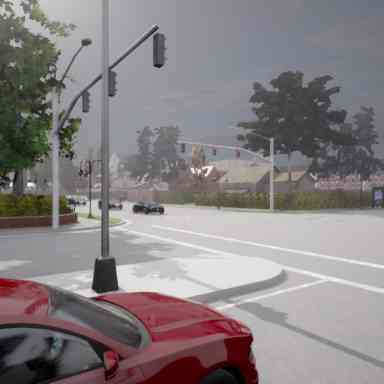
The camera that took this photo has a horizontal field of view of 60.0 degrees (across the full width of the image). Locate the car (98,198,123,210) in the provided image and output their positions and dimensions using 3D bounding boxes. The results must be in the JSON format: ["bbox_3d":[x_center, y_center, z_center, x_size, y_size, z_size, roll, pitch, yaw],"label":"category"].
[{"bbox_3d":[-10.497,1.491,42.594,2.128,1.511,4.902,0,0,-36],"label":"car"}]

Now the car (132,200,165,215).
[{"bbox_3d":[-4.550,1.563,34.394,1.994,1.385,4.181,0,0,-36],"label":"car"}]

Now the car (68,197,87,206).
[{"bbox_3d":[-18.558,1.491,53.739,2.128,1.511,4.902,0,0,-36],"label":"car"}]

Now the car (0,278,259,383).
[{"bbox_3d":[-1.637,1.478,2.600,5.008,1.535,1.882,0,0,-35],"label":"car"}]
